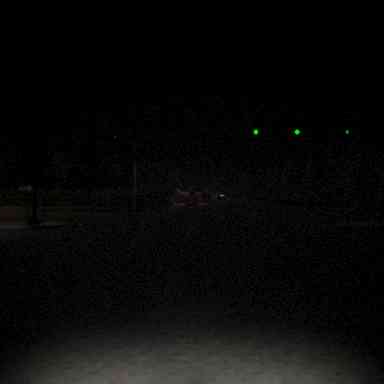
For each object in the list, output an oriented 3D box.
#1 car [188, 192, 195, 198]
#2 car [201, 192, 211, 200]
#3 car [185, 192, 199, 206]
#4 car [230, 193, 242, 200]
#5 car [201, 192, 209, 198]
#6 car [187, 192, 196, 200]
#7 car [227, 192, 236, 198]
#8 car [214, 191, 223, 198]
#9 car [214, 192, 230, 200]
[{"bbox_3d":[-0.062,0.839,87.862,1.837,1.490,4.892,0,0,0],"label":"car"},{"bbox_3d":[3.445,0.987,77.446,1.837,1.490,4.892,0,0,0],"label":"car"},{"bbox_3d":[-0.034,1.173,46.836,1.882,1.535,5.008,0,0,0],"label":"car"},{"bbox_3d":[10.445,0.965,77.451,1.882,1.535,5.008,0,0,0],"label":"car"},{"bbox_3d":[3.438,0.839,87.865,1.837,1.490,4.892,0,0,0],"label":"car"},{"bbox_3d":[-0.055,0.843,77.829,2.097,1.767,4.553,0,0,0],"label":"car"},{"bbox_3d":[10.438,0.863,87.870,1.812,1.442,4.674,0,0,0],"label":"car"},{"bbox_3d":[6.938,0.694,87.836,2.097,1.767,4.553,0,0,0],"label":"car"},{"bbox_3d":[6.945,1.012,77.449,2.128,1.511,4.902,0,0,0],"label":"car"}]
